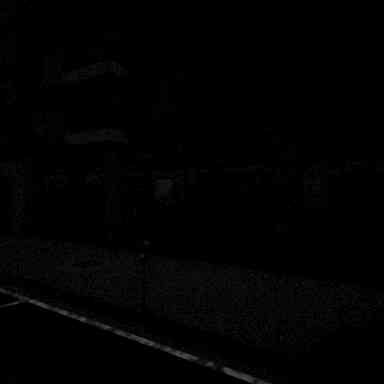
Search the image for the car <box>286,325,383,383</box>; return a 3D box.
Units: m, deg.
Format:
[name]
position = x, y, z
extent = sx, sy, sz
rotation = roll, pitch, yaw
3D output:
[car]
position = 2.689, 1.313, 0.929
extent = 5.009, 1.841, 2.192
rotation = 0, 0, 36
